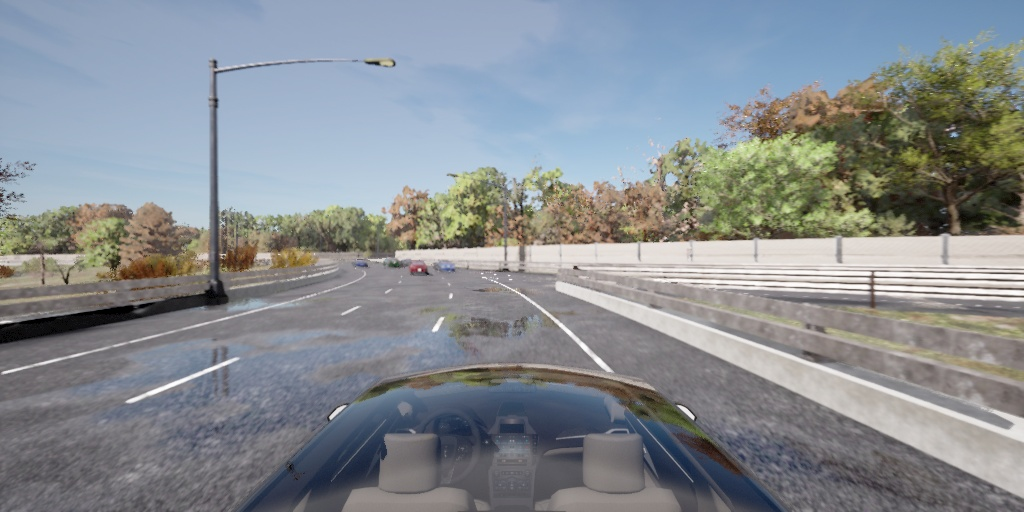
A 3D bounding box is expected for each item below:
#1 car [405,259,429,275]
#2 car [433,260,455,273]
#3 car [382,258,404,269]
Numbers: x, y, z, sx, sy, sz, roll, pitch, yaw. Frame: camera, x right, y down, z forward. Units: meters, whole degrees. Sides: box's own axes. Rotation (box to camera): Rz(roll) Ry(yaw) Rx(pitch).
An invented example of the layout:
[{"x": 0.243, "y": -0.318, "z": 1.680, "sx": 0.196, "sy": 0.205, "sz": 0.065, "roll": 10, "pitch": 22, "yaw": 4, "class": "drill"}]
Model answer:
[{"x": -10.130, "y": 1.247, "z": 38.476, "sx": 1.812, "sy": 1.442, "sz": 4.674, "roll": 0, "pitch": 0, "yaw": -20, "class": "car"}, {"x": -8.366, "y": 1.247, "z": 43.897, "sx": 2.033, "sy": 1.411, "sz": 5.357, "roll": 0, "pitch": 0, "yaw": -23, "class": "car"}, {"x": -19.627, "y": 1.080, "z": 58.205, "sx": 2.097, "sy": 1.767, "sz": 4.553, "roll": 0, "pitch": 0, "yaw": -31, "class": "car"}]
